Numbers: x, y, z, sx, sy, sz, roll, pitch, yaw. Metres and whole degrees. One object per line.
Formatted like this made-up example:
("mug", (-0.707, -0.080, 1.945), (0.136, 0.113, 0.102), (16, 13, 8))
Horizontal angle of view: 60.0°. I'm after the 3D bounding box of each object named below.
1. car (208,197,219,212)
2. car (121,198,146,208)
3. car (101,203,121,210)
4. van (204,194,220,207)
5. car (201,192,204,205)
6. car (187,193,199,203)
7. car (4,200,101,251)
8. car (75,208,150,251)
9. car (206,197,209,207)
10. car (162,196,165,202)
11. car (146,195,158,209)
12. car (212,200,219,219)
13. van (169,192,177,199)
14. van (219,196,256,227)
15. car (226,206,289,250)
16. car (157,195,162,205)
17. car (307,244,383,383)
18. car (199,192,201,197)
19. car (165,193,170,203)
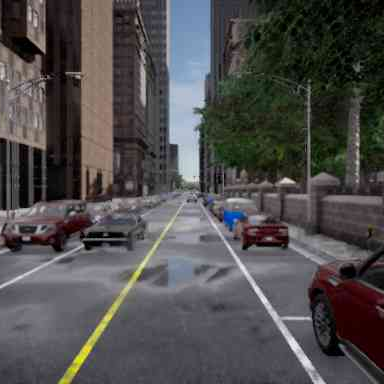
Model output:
("car", (2.752, 1.450, 30.840), (1.752, 1.417, 4.829), (0, 0, 0))
("car", (-5.773, 1.365, 30.656), (1.967, 1.590, 4.097), (0, 0, 0))
("car", (-5.770, 1.404, 19.608), (1.967, 1.590, 4.097), (0, 0, 0))
("van", (2.749, 1.224, 41.718), (1.690, 1.788, 3.998), (0, 0, 0))
("car", (2.748, 1.175, 47.242), (2.192, 1.841, 5.009), (0, 0, 0))
("car", (-0.021, 1.352, 62.526), (1.994, 1.385, 4.181), (0, 0, 0))
("car", (-5.769, 1.295, 14.084), (2.192, 1.841, 5.009), (0, 0, 0))
("car", (-3.075, 1.581, 14.095), (1.895, 1.301, 4.718), (0, 0, 0))
("car", (2.750, 1.487, 36.194), (1.802, 1.307, 4.206), (0, 0, 0))
("car", (-5.779, 1.275, 52.754), (1.967, 1.590, 4.097), (0, 0, 0))
("car", (-5.777, 1.434, 41.706), (2.008, 1.369, 4.403), (0, 0, 0))
("car", (2.754, 1.526, 25.146), (1.802, 1.307, 4.206), (0, 0, 0))
("van", (-5.791, 1.000, 90.458), (1.690, 1.788, 3.998), (0, 0, 0))
("van", (2.756, 1.305, 19.620), (1.690, 1.788, 3.998), (0, 0, 0))
("car", (2.757, 1.525, 14.097), (1.887, 1.381, 4.507), (0, 0, 0))
("car", (-5.778, 1.386, 47.060), (1.752, 1.417, 4.829), (0, 0, 0))
("car", (2.759, 1.313, 3.046), (2.192, 1.841, 5.009), (0, 0, 0))
("car", (2.747, 1.149, 52.766), (2.192, 1.841, 5.009), (0, 0, 0))
("car", (-5.783, 1.345, 63.802), (1.947, 1.339, 4.313), (0, 0, 0))
